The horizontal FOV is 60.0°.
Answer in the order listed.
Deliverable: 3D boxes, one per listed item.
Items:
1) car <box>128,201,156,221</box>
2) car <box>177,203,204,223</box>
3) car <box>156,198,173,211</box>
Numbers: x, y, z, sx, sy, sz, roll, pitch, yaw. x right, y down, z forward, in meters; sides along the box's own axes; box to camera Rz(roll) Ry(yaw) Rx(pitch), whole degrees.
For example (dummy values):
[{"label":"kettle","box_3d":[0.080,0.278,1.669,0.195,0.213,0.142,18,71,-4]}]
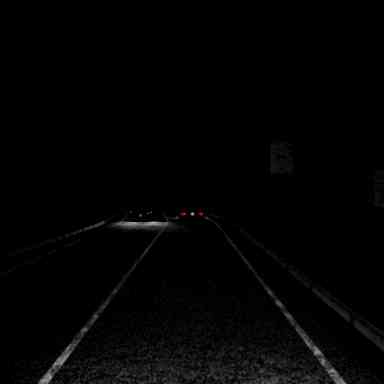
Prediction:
[{"label":"car","box_3d":[-4.105,1.497,27.312,1.837,1.490,4.892,1,0,-6]},{"label":"car","box_3d":[-0.149,1.569,25.340,2.033,1.411,5.357,0,0,-4]},{"label":"car","box_3d":[-3.735,1.526,42.390,2.128,1.511,4.902,2,-1,-18]}]
